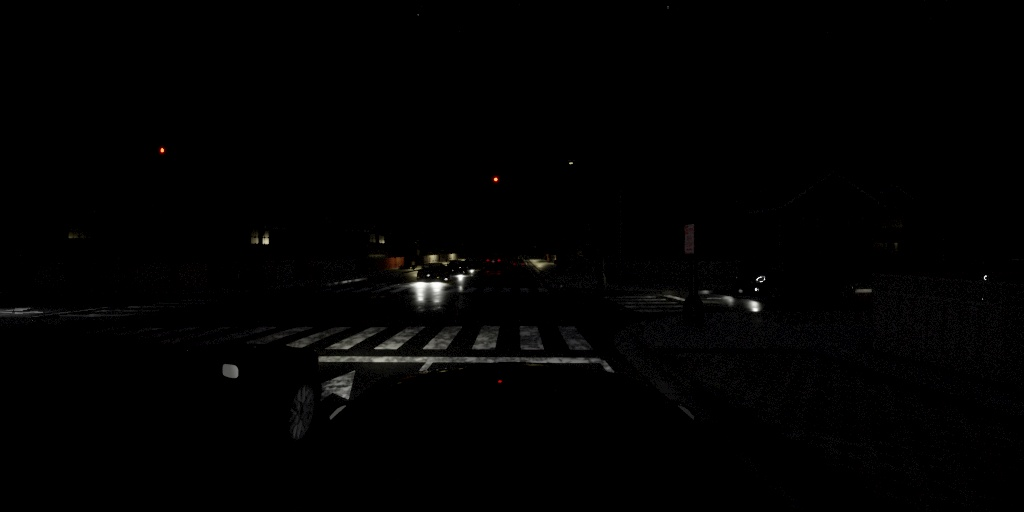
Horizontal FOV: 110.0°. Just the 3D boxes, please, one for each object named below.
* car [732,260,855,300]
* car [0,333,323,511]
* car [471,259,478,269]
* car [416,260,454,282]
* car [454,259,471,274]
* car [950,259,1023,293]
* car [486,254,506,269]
[{"bbox_3d":[12.642,0.994,16.342,4.553,1.767,2.097,0,0,-1],"label":"car"},{"bbox_3d":[-3.153,1.227,2.180,1.882,1.535,5.008,0,0,1],"label":"car"},{"bbox_3d":[-5.781,1.060,49.407,2.033,1.411,5.357,0,1,2],"label":"car"},{"bbox_3d":[-6.144,1.250,28.471,1.994,1.385,4.181,0,0,1],"label":"car"},{"bbox_3d":[-5.975,1.165,38.763,1.812,1.442,4.674,0,0,1],"label":"car"},{"bbox_3d":[22.716,0.914,16.446,4.553,1.767,2.097,0,0,0],"label":"car"},{"bbox_3d":[-2.352,0.739,49.020,2.150,2.045,5.566,0,1,1],"label":"car"}]
